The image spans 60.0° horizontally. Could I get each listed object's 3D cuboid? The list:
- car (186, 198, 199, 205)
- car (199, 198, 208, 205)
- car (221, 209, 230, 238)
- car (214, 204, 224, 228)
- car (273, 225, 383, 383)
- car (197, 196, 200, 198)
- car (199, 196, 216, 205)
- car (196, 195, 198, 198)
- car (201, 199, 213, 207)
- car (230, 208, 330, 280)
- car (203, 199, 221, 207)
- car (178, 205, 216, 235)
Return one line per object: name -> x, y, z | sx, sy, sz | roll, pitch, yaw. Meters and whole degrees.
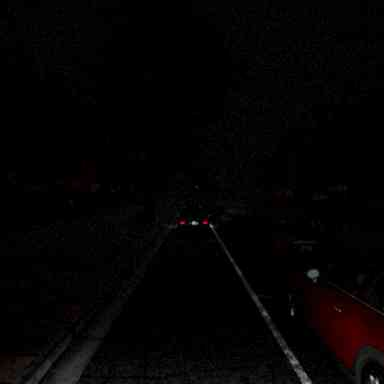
car -> 0.102, 2.000, 50.870 | 1.895, 1.301, 4.718 | 0, 0, 0
car -> 2.649, 2.115, 76.584 | 1.887, 1.381, 4.507 | 1, 0, 0
car -> 2.646, 1.704, 15.632 | 1.947, 1.339, 4.313 | 1, 0, 0
car -> 2.647, 1.711, 21.344 | 1.752, 1.417, 4.829 | 1, 0, 0
car -> 2.646, 1.483, 4.551 | 1.967, 1.590, 4.097 | 1, -1, 0
car -> 2.652, 1.811, 65.504 | 2.192, 1.841, 5.009 | 1, 0, 0
car -> 2.651, 1.701, 48.881 | 2.192, 1.841, 5.009 | 1, 0, 0
car -> 2.652, 1.922, 82.126 | 2.192, 1.841, 5.009 | 1, 0, 0
car -> 2.648, 2.025, 59.961 | 1.947, 1.339, 4.313 | 1, 0, 0
car -> 2.648, 1.406, 10.094 | 2.192, 1.841, 5.009 | 1, 0, 0
car -> 2.648, 1.861, 37.798 | 2.008, 1.369, 4.403 | 1, 0, 0
car -> 0.100, 1.721, 19.994 | 2.033, 1.411, 5.357 | 0, 0, 0
